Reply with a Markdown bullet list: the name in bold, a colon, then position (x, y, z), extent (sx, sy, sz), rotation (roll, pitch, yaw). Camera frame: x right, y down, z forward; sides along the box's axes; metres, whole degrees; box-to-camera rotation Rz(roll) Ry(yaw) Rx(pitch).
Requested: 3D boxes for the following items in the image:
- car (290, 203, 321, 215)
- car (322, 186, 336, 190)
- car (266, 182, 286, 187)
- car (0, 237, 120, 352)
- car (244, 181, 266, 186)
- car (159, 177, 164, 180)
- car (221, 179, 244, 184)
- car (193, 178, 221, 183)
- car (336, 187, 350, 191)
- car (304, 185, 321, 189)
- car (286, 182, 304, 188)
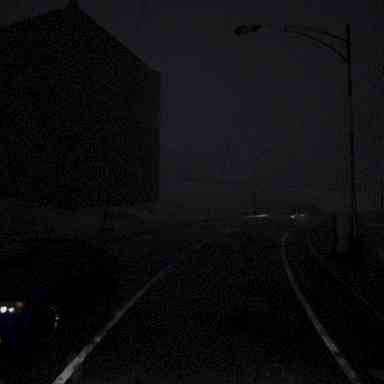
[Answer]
- **car**: position (14.500, 2.156, 42.260), extent (2.033, 1.411, 5.357), rotation (-4, -4, 45)
- **car**: position (32.241, -0.663, 81.336), extent (4.674, 1.452, 2.002), rotation (3, -5, -30)
- **car**: position (17.559, -1.436, 73.271), extent (5.008, 1.535, 2.097), rotation (3, -5, -26)
- **car**: position (-2.901, 1.585, 6.279), extent (1.994, 1.385, 4.181), rotation (0, 0, 8)
- **car**: position (12.589, -1.621, 70.810), extent (4.674, 1.452, 2.002), rotation (2, -5, -25)
- **car**: position (-7.466, -2.527, 61.789), extent (4.553, 1.767, 2.185), rotation (2, -5, -24)
- **car**: position (7.568, -1.873, 68.463), extent (4.892, 1.521, 2.231), rotation (2, -5, -24)
- **car**: position (2.529, -2.059, 66.218), extent (4.892, 1.521, 2.231), rotation (2, -5, -24)
- **car**: position (36.874, -0.447, 84.144), extent (4.892, 1.521, 2.231), rotation (3, -5, -31)
- **car**: position (27.464, -0.922, 78.582), extent (4.792, 1.488, 2.163), rotation (3, -5, -29)
- **car**: position (22.454, -1.328, 75.832), extent (4.553, 1.767, 2.185), rotation (3, -5, -27)
